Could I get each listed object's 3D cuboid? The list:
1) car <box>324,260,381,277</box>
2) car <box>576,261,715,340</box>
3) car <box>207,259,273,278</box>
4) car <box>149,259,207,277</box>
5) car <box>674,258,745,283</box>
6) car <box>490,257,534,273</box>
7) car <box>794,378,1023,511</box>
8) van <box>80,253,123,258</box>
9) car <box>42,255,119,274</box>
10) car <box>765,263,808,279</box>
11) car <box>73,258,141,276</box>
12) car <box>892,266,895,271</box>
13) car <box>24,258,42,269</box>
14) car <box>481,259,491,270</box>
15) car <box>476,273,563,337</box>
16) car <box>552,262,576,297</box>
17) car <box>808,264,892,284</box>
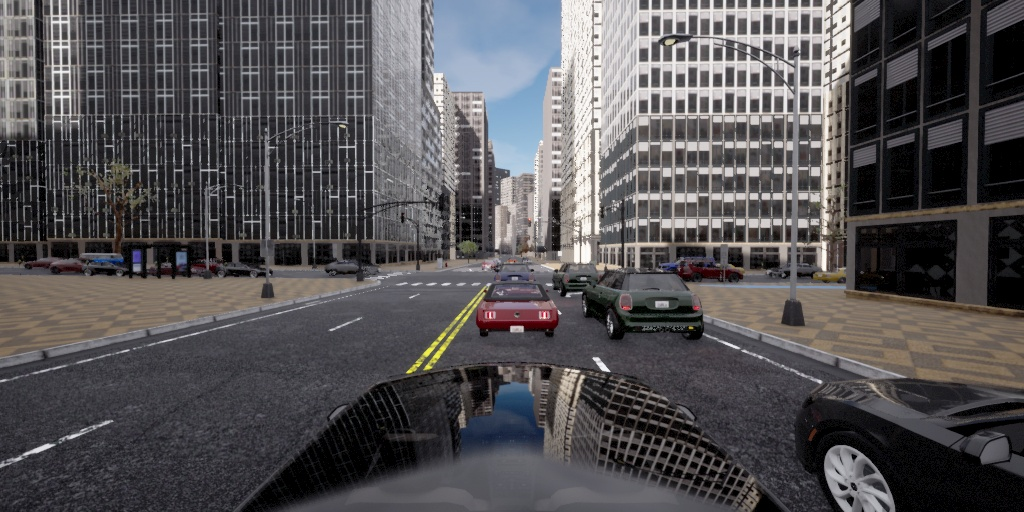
[{"bbox_3d":[-14.604,1.126,33.007,4.902,1.511,2.128,0,1,-1],"label":"car"},{"bbox_3d":[3.359,1.098,10.133,2.097,1.767,4.553,0,0,0],"label":"car"},{"bbox_3d":[-22.674,1.174,30.330,4.313,1.339,1.948,0,0,1],"label":"car"},{"bbox_3d":[-28.357,1.138,30.475,4.207,1.307,1.802,0,0,1],"label":"car"},{"bbox_3d":[16.250,1.269,29.721,5.009,1.841,2.192,0,0,1],"label":"car"},{"bbox_3d":[0.135,1.092,19.223,2.097,1.767,4.553,0,0,0],"label":"car"},{"bbox_3d":[3.343,1.255,1.078,1.837,1.490,4.892,0,0,0],"label":"car"},{"bbox_3d":[-45.211,0.605,39.344,3.998,1.789,1.690,0,0,1],"label":"van"},{"bbox_3d":[-40.154,0.931,33.437,4.674,1.442,1.812,1,1,2],"label":"car"},{"bbox_3d":[27.699,1.452,35.273,4.902,1.511,2.128,1,1,1],"label":"car"},{"bbox_3d":[-34.038,1.070,30.660,4.313,1.339,1.948,0,0,1],"label":"car"},{"bbox_3d":[33.168,1.684,29.395,4.207,1.307,1.802,0,0,1],"label":"car"},{"bbox_3d":[-50.893,0.794,39.471,4.207,1.307,1.802,0,0,1],"label":"car"},{"bbox_3d":[-3.229,1.241,50.698,1.812,1.442,4.674,0,0,0],"label":"car"},{"bbox_3d":[0.115,1.347,10.229,1.895,1.301,4.718,0,0,0],"label":"car"},{"bbox_3d":[3.384,1.093,19.070,2.097,1.767,4.553,0,0,0],"label":"car"},{"bbox_3d":[27.698,1.579,29.500,4.829,1.417,1.751,0,0,1],"label":"car"}]
